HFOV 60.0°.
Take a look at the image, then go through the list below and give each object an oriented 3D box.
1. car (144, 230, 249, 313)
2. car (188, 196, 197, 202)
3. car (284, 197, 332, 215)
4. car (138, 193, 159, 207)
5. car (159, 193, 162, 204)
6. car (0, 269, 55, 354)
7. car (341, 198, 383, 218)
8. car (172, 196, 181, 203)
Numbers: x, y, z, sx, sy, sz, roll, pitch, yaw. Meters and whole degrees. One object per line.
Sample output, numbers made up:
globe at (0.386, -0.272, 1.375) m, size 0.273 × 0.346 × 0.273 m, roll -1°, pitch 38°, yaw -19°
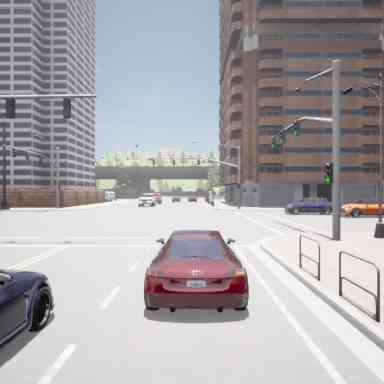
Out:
car at (0.092, 1.564, 7.775) m, size 1.994 × 1.385 × 4.181 m, roll 0°, pitch 0°, yaw 0°
car at (0.114, 1.525, 73.412) m, size 2.128 × 1.511 × 4.902 m, roll 0°, pitch 0°, yaw 0°
car at (11.593, 1.352, 33.203) m, size 4.553 × 1.767 × 2.097 m, roll 0°, pitch 0°, yaw 2°
car at (-7.014, 1.221, 52.173) m, size 2.150 × 2.045 × 5.566 m, roll 0°, pitch 0°, yaw 0°
car at (-6.963, 1.221, 62.593) m, size 2.150 × 2.045 × 5.566 m, roll 0°, pitch 0°, yaw 1°
car at (-3.434, 1.564, 4.207) m, size 1.994 × 1.385 × 4.181 m, roll 0°, pitch 0°, yaw 1°
car at (15.563, 1.352, 29.616) m, size 4.553 × 1.767 × 2.097 m, roll 0°, pitch 0°, yaw 1°
car at (-3.356, 1.542, 71.955) m, size 2.033 × 1.411 × 5.357 m, roll 0°, pitch 0°, yaw 0°
